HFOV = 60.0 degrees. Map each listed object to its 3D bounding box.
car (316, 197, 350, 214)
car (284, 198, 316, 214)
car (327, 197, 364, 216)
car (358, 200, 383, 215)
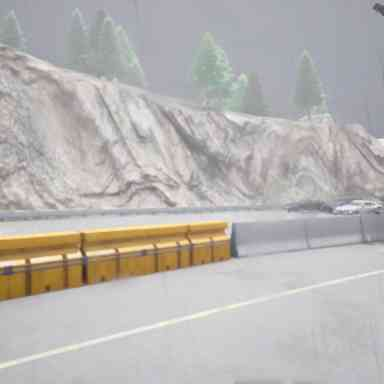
[{"bbox_3d":[14.698,1.250,31.907,4.553,1.767,2.097,0,0,-23],"label":"car"},{"bbox_3d":[11.745,1.387,34.409,4.902,1.511,2.128,0,0,-24],"label":"car"},{"bbox_3d":[13.941,1.435,27.736,4.674,1.442,1.812,0,0,-25],"label":"car"},{"bbox_3d":[14.609,1.481,24.173,4.181,1.385,1.994,0,0,-25],"label":"car"}]
